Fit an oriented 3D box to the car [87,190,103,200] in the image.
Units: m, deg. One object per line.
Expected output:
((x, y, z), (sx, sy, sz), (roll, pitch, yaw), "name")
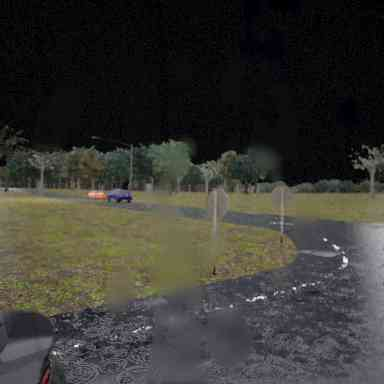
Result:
((-17.200, 0.490, 59.683), (2.097, 1.767, 4.553), (2, 0, -35), "car")

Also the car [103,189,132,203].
((-11.210, 0.560, 51.232), (2.150, 2.045, 5.566), (2, 0, -35), "car")

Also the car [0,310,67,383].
((-3.204, 1.511, 1.587), (4.892, 1.490, 1.837), (0, 0, -35), "car")
